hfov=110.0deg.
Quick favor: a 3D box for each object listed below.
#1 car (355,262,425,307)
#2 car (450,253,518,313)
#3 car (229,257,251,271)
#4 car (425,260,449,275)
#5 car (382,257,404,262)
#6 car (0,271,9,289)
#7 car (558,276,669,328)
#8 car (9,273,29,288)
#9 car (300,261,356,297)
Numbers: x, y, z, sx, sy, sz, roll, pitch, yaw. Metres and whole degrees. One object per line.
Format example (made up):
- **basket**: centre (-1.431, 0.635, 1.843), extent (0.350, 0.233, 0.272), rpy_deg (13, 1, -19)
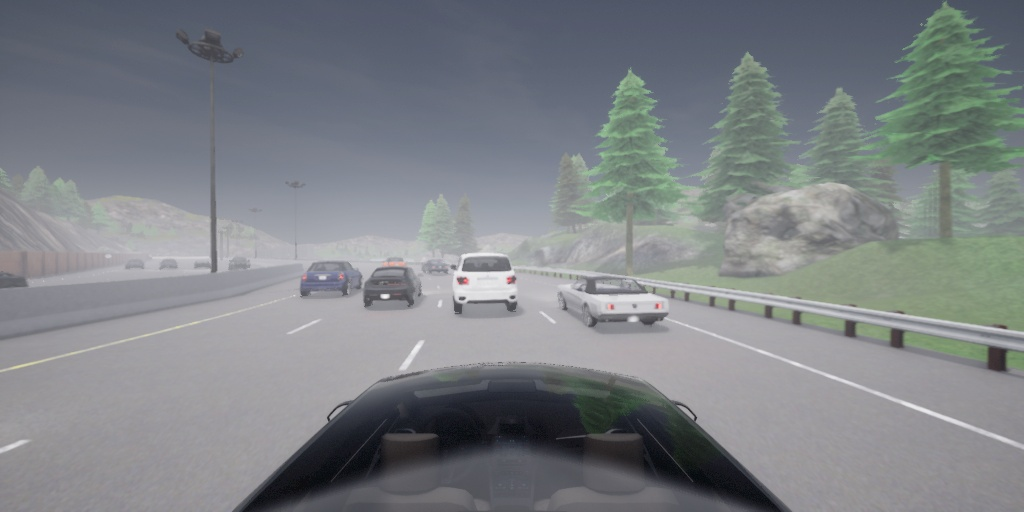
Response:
- **car**: centre (-4.953, 1.182, 15.258), extent (1.837, 1.490, 4.892), rpy_deg (0, 0, -10)
- **car**: centre (-1.163, 0.893, 13.852), extent (2.150, 2.045, 5.566), rpy_deg (0, 1, -9)
- **car**: centre (-35.328, 0.958, 46.520), extent (2.097, 1.767, 4.553), rpy_deg (-1, 1, -40)
- **car**: centre (-7.843, 1.088, 36.225), extent (2.033, 1.411, 5.357), rpy_deg (0, 0, -24)
- **car**: centre (-12.333, 0.908, 37.373), extent (2.097, 1.767, 4.553), rpy_deg (-1, 1, -26)
- **car**: centre (-18.305, 1.332, 9.723), extent (2.033, 1.411, 5.357), rpy_deg (0, 0, -8)
- **car**: centre (2.783, 1.269, 11.130), extent (1.895, 1.301, 4.718), rpy_deg (0, 0, -6)
- **car**: centre (-22.735, 1.265, 14.334), extent (2.128, 1.511, 4.902), rpy_deg (0, 0, -13)
- **car**: centre (-9.276, 1.026, 18.773), extent (2.097, 1.767, 4.553), rpy_deg (0, 0, -12)
